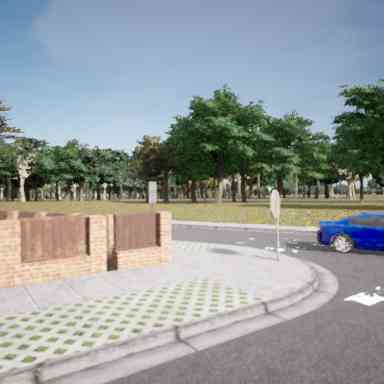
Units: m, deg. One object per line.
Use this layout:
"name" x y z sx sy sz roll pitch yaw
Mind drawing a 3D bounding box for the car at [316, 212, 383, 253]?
"car" 7.314 1.532 12.471 5.008 1.535 1.882 -1 -1 31
